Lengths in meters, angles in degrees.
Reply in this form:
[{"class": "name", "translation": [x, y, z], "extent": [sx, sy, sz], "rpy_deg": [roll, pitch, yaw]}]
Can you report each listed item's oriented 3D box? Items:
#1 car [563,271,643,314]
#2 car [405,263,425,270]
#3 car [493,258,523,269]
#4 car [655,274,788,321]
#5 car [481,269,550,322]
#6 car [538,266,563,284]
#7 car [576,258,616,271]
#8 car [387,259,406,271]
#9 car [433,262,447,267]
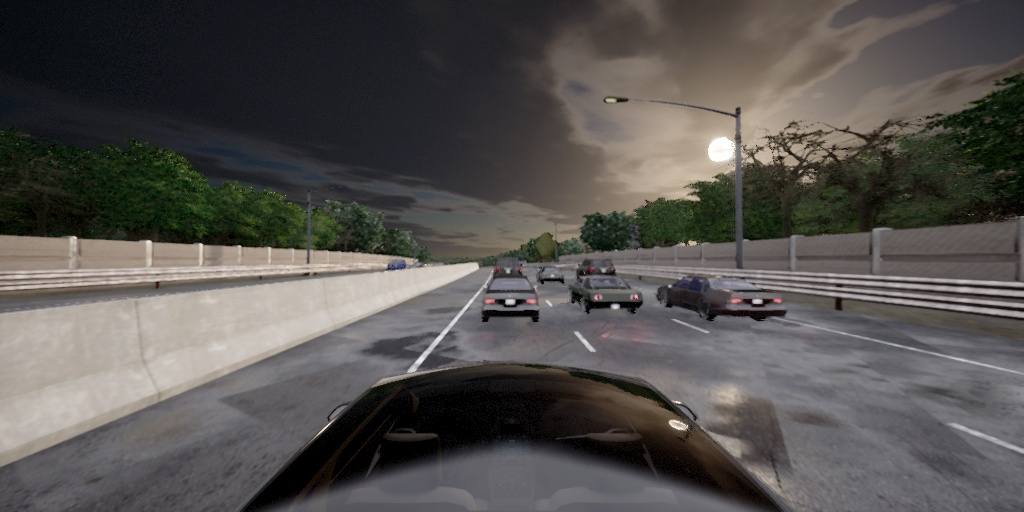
[{"class": "car", "translation": [3.444, 1.423, 14.178], "extent": [1.895, 1.301, 4.718], "rpy_deg": [0, 0, 0]}, {"class": "car", "translation": [-15.601, 1.830, 59.352], "extent": [2.128, 1.511, 4.902], "rpy_deg": [0, -1, -2]}, {"class": "car", "translation": [-0.331, 1.202, 28.735], "extent": [2.150, 2.045, 5.566], "rpy_deg": [0, 0, -1]}, {"class": "car", "translation": [6.951, 1.357, 12.666], "extent": [2.033, 1.411, 5.357], "rpy_deg": [0, 0, 0]}, {"class": "car", "translation": [-0.048, 1.357, 12.602], "extent": [2.033, 1.411, 5.357], "rpy_deg": [0, 0, 0]}, {"class": "car", "translation": [3.142, 1.560, 30.124], "extent": [1.994, 1.385, 4.181], "rpy_deg": [0, -1, -1]}, {"class": "car", "translation": [6.667, 1.204, 28.880], "extent": [2.150, 2.045, 5.566], "rpy_deg": [0, 0, -1]}, {"class": "car", "translation": [-19.115, 1.567, 59.904], "extent": [2.150, 2.045, 5.566], "rpy_deg": [0, -1, -2]}, {"class": "car", "translation": [-12.155, 1.834, 60.656], "extent": [1.882, 1.535, 5.008], "rpy_deg": [0, -1, -2]}]
